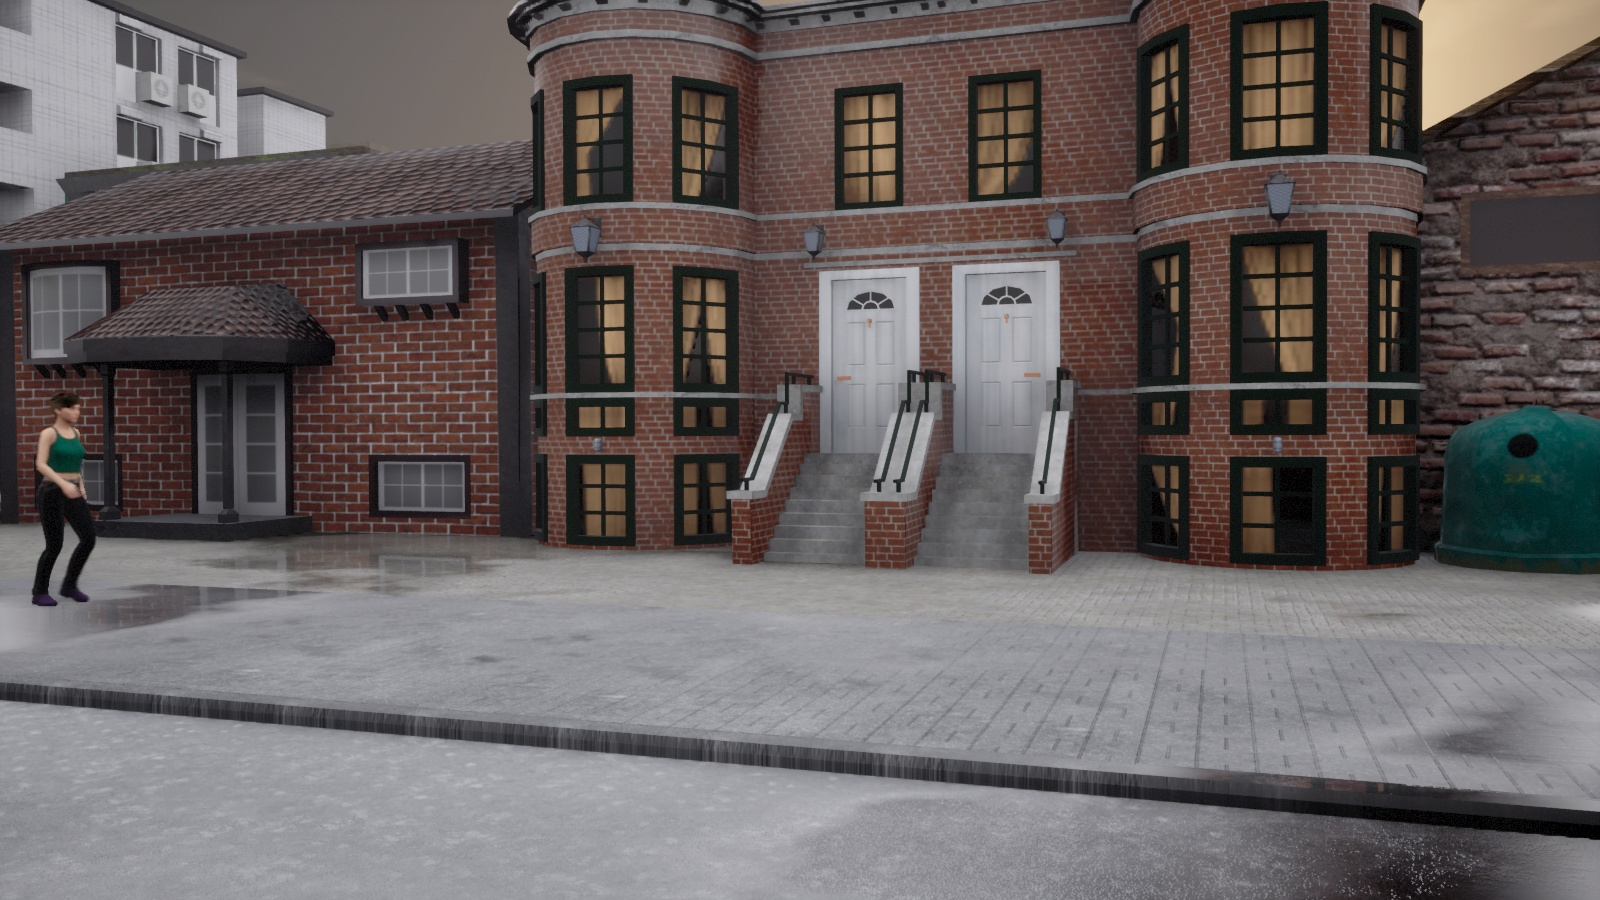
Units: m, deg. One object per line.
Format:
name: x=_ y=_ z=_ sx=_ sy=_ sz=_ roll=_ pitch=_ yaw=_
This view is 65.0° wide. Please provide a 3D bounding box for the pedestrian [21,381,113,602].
pedestrian: x=-6.220 y=0.338 z=10.657 sx=0.594 sy=1.836 sz=0.345 roll=0 pitch=1 yaw=14
